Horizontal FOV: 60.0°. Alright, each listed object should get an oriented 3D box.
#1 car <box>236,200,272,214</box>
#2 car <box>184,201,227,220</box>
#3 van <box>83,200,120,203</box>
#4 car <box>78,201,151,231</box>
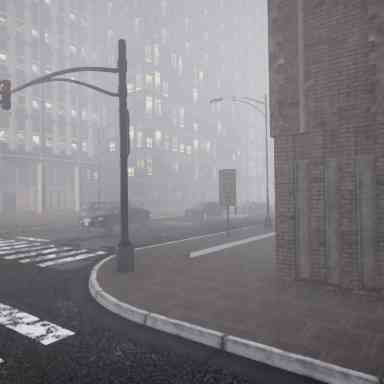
[{"bbox_3d":[7.242,1.707,37.530,1.895,1.301,4.718,-1,-1,36],"label":"car"},{"bbox_3d":[1.282,1.563,29.247,1.882,1.535,5.008,-1,-1,36],"label":"car"},{"bbox_3d":[-6.026,1.460,23.520,1.690,1.788,3.998,-2,-1,36],"label":"van"},{"bbox_3d":[-4.652,1.558,21.004,2.128,1.511,4.902,-1,-1,34],"label":"car"}]
